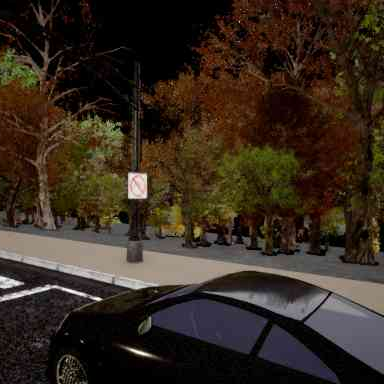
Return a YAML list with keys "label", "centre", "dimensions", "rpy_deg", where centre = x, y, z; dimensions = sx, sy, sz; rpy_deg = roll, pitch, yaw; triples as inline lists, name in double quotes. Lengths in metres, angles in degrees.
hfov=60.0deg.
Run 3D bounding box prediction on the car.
- label: "car"
  centre: [0.382, 1.564, 3.414]
  dimensions: [4.181, 1.385, 1.994]
  rpy_deg: [0, 0, 36]
